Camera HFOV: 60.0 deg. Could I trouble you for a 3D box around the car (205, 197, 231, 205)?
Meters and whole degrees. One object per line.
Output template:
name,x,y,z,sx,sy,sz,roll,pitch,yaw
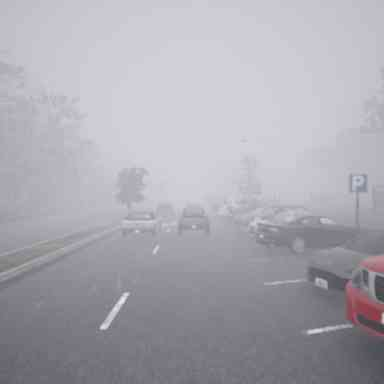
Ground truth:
car,5.085,1.719,65.076,4.674,1.452,2.002,1,0,-20

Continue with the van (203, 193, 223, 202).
van,4.989,1.385,79.943,4.442,1.987,1.878,1,1,-20

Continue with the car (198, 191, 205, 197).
car,5.072,1.374,76.990,5.566,2.045,2.435,1,1,-20

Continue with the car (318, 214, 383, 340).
car,5.051,1.288,5.012,5.566,2.045,2.435,1,0,-20

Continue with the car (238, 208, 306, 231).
car,5.078,1.714,17.029,4.674,1.452,2.002,1,0,-20

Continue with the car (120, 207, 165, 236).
car,-2.894,1.813,19.771,1.895,1.301,4.718,0,-1,0

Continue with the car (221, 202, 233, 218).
car,5.104,1.778,26.054,4.792,1.488,2.163,1,-1,-20

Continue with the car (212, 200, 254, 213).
car,5.087,1.818,41.055,4.674,1.452,2.002,1,0,-20

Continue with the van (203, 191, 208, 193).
van,5.203,1.428,71.082,4.442,1.987,1.878,1,0,-20

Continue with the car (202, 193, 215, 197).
car,5.063,1.539,68.047,4.553,1.767,2.185,1,0,-20

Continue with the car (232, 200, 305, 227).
car,5.109,1.577,20.041,4.553,1.767,2.185,1,0,-20

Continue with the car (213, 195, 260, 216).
car,5.108,1.514,29.054,5.566,2.045,2.435,1,0,-20

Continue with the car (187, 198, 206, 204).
car,0.111,1.786,37.177,2.128,1.511,4.902,0,0,0

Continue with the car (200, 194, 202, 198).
car,5.087,1.640,74.022,4.892,1.521,2.231,1,0,-20

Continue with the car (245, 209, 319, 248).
car,5.068,1.641,14.029,5.008,1.535,2.097,1,-1,-20

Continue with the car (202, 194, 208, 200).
car,5.063,1.722,62.057,4.792,1.488,2.163,1,1,-20

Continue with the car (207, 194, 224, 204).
car,5.059,1.534,38.035,5.566,2.045,2.435,1,0,-20

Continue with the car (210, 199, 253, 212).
car,5.256,1.770,44.128,5.366,1.575,1.946,1,0,-20

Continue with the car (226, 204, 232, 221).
car,5.080,1.771,23.029,4.674,1.452,2.002,1,0,-20

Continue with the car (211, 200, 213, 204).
car,4.908,1.770,31.981,5.366,1.575,1.946,1,0,-20

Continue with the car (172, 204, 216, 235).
car,0.106,1.711,20.519,2.128,1.511,4.902,0,-1,0

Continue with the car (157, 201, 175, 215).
car,-2.889,1.785,37.172,2.128,1.511,4.902,0,0,0

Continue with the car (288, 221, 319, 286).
car,5.047,1.601,8.013,4.792,1.488,2.163,1,0,-20
